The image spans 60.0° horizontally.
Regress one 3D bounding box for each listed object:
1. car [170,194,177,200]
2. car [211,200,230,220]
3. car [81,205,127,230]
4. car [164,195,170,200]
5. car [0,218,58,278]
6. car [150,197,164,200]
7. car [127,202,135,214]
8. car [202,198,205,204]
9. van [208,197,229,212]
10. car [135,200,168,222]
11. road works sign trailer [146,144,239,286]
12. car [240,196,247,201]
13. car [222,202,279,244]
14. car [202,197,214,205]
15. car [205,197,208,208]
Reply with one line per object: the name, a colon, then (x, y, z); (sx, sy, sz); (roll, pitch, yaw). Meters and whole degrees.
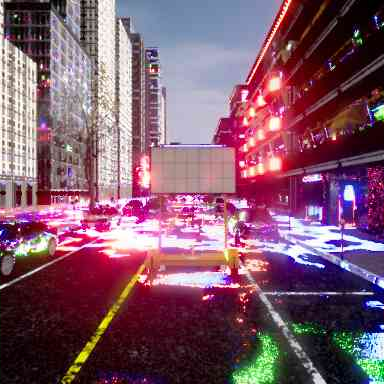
car: (-5.453, 1.410, 92.380); (2.192, 1.841, 5.009); (0, 0, 0)
car: (2.759, 1.592, 26.774); (1.802, 1.307, 4.206); (0, 0, 0)
car: (-5.636, 1.531, 21.093); (1.752, 1.417, 4.829); (0, 0, 0)
car: (-5.536, 1.585, 59.992); (1.887, 1.381, 4.507); (0, 0, 0)
car: (-5.664, 1.546, 10.197); (1.887, 1.381, 4.507); (0, 0, 0)
car: (-5.565, 1.553, 48.756); (1.752, 1.417, 4.829); (0, 0, 0)
car: (-5.607, 1.596, 32.329); (1.802, 1.307, 4.206); (0, 0, 0)
car: (2.816, 1.579, 48.904); (2.008, 1.369, 4.403); (0, 0, 0)
van: (2.773, 1.355, 32.306); (1.690, 1.788, 3.998); (0, 0, 0)
car: (-2.933, 1.573, 25.885); (1.994, 1.385, 4.181); (0, 0, 0)
road works sign trailer: (0.024, 0.465, 9.385); (2.380, 3.560, 2.880); (0, 0, 0)
car: (13.631, 1.410, 79.348); (4.403, 1.369, 2.008); (-1, 1, 0)
car: (2.730, 1.443, 15.708); (1.967, 1.590, 4.097); (0, 0, 0)
car: (2.844, 1.591, 59.970); (2.008, 1.369, 4.403); (0, 0, 0)
car: (2.787, 1.458, 37.839); (1.967, 1.590, 4.097); (0, 0, 0)
